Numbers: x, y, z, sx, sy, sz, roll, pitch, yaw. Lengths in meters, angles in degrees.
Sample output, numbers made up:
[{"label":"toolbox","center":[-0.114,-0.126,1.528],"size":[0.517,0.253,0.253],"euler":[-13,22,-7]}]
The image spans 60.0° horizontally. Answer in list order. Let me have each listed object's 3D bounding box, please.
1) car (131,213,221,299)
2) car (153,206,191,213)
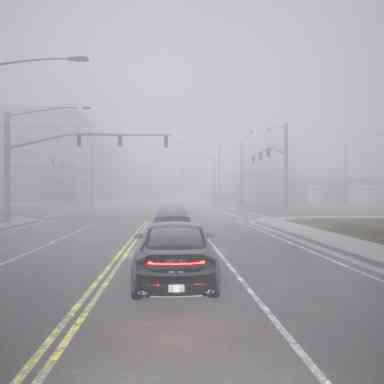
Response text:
[{"label":"car","center":[-0.438,1.505,8.458],"size":[1.837,1.490,4.892],"euler":[0,0,-4]},{"label":"car","center":[-1.072,1.478,17.930],"size":[1.882,1.535,5.008],"euler":[0,0,-4]}]
